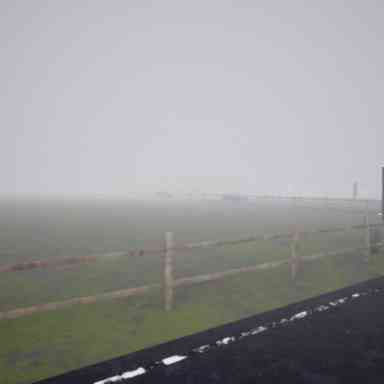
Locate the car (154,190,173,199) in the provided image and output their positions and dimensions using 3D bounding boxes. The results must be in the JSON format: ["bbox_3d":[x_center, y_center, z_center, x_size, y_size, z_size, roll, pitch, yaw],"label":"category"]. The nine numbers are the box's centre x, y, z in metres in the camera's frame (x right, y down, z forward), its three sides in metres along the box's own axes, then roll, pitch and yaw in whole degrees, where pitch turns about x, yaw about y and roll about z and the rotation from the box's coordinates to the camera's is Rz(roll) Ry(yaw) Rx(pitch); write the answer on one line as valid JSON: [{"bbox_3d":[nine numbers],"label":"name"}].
[{"bbox_3d":[-5.384,0.484,63.009,1.882,1.535,5.008,0,1,-35],"label":"car"}]

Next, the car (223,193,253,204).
[{"bbox_3d":[6.364,0.849,46.381,2.128,1.511,4.902,0,1,-35],"label":"car"}]
